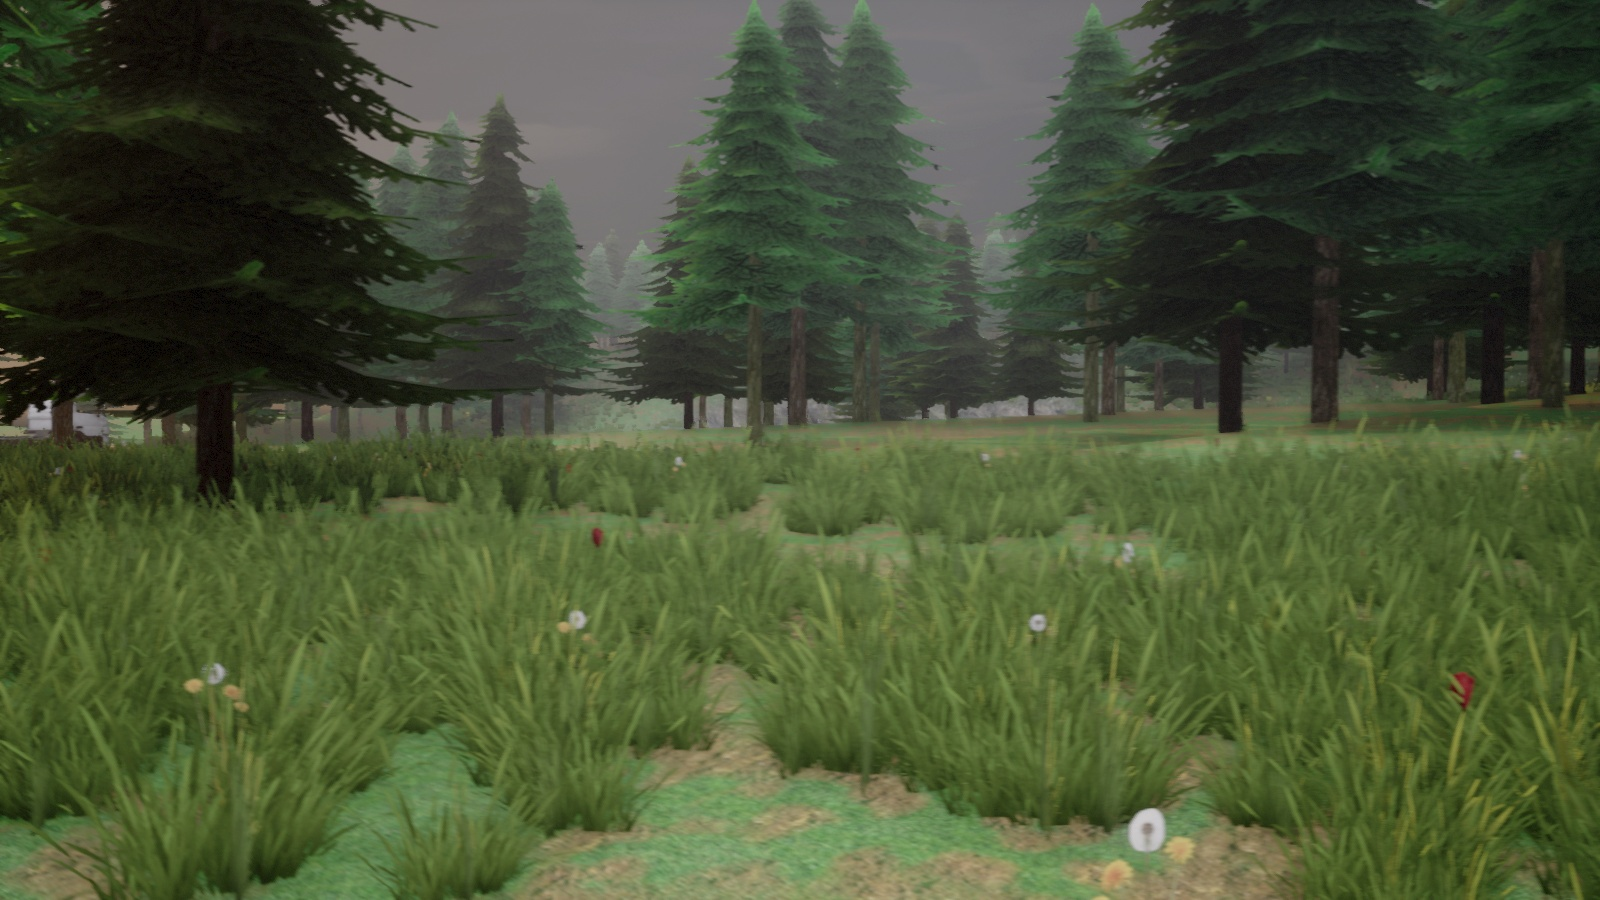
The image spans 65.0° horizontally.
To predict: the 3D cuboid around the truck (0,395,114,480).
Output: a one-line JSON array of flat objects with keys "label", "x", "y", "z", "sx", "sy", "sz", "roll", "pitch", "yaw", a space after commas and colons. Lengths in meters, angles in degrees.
[{"label": "truck", "x": -33.560, "y": -0.526, "z": 52.698, "sx": 2.891, "sy": 3.462, "sz": 7.936, "roll": 0, "pitch": 1, "yaw": 33}]
